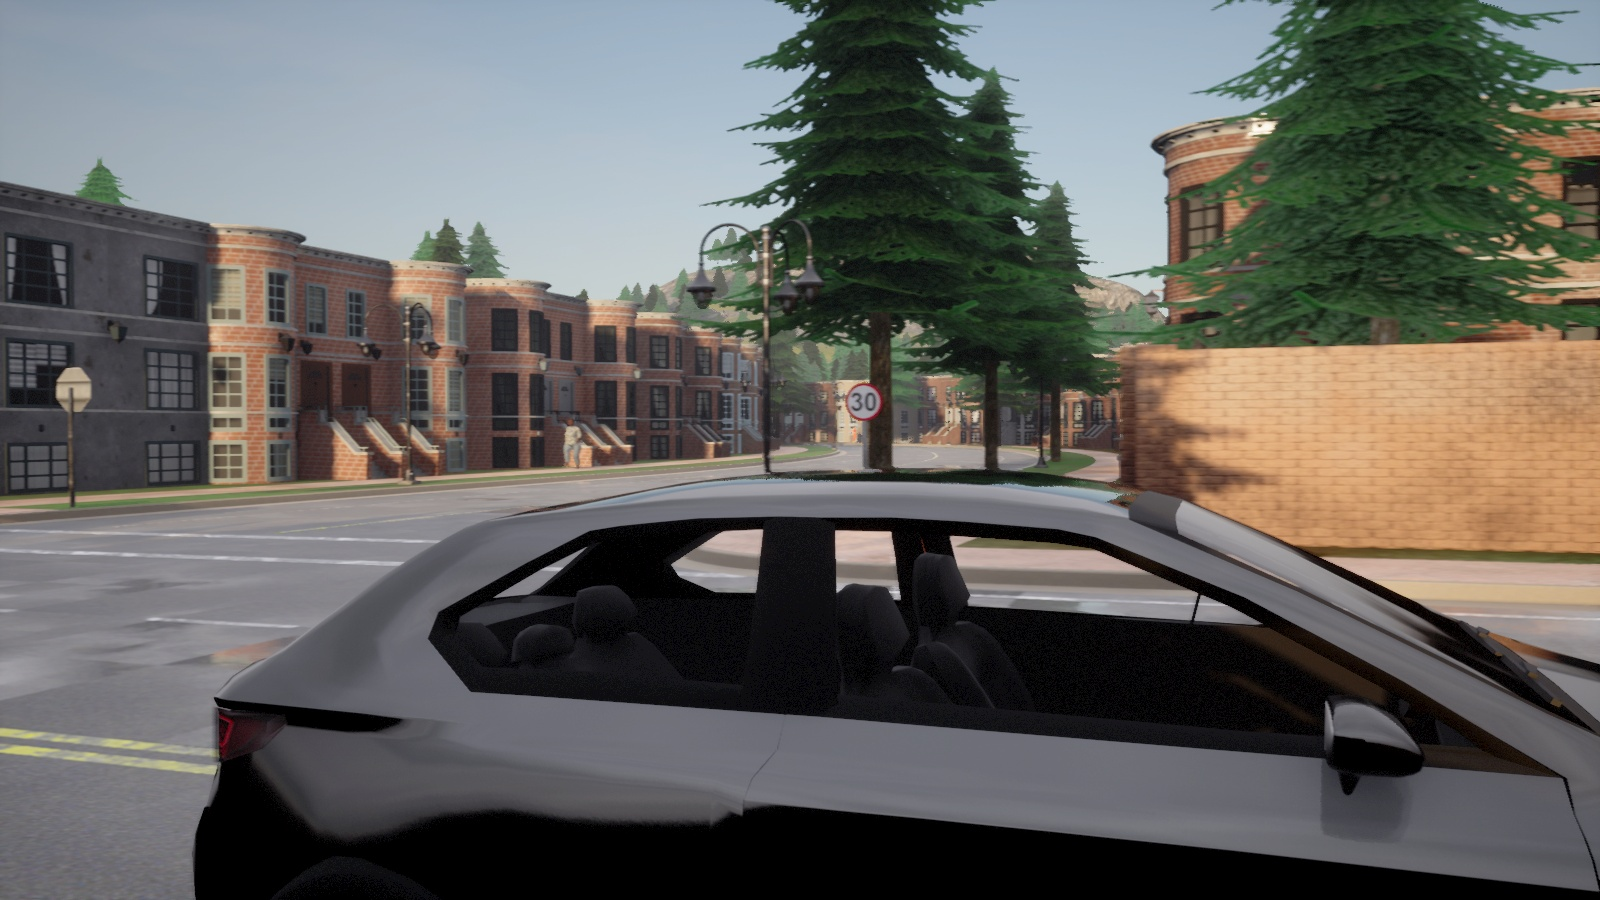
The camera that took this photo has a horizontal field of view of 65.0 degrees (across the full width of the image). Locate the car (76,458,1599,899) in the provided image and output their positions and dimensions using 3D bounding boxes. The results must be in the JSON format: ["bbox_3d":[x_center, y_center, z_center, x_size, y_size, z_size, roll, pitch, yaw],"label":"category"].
[{"bbox_3d":[0.683,0.795,2.964,4.193,1.474,1.816,1,1,19],"label":"car"}]

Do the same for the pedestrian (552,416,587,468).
[{"bbox_3d":[-8.242,-0.300,44.918,0.874,1.855,0.900,1,1,20],"label":"pedestrian"}]
